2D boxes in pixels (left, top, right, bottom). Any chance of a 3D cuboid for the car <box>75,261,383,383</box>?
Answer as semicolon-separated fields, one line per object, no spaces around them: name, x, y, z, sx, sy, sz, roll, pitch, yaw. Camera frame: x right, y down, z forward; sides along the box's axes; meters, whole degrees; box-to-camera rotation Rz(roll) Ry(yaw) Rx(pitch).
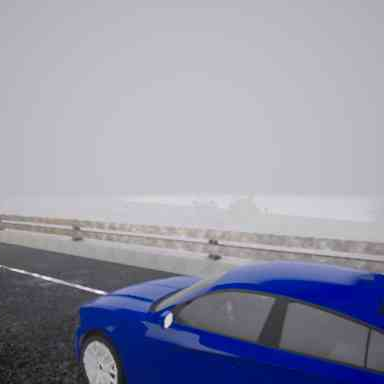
car;0.854;1.482;3.395;5.008;1.535;1.882;0;0;36
